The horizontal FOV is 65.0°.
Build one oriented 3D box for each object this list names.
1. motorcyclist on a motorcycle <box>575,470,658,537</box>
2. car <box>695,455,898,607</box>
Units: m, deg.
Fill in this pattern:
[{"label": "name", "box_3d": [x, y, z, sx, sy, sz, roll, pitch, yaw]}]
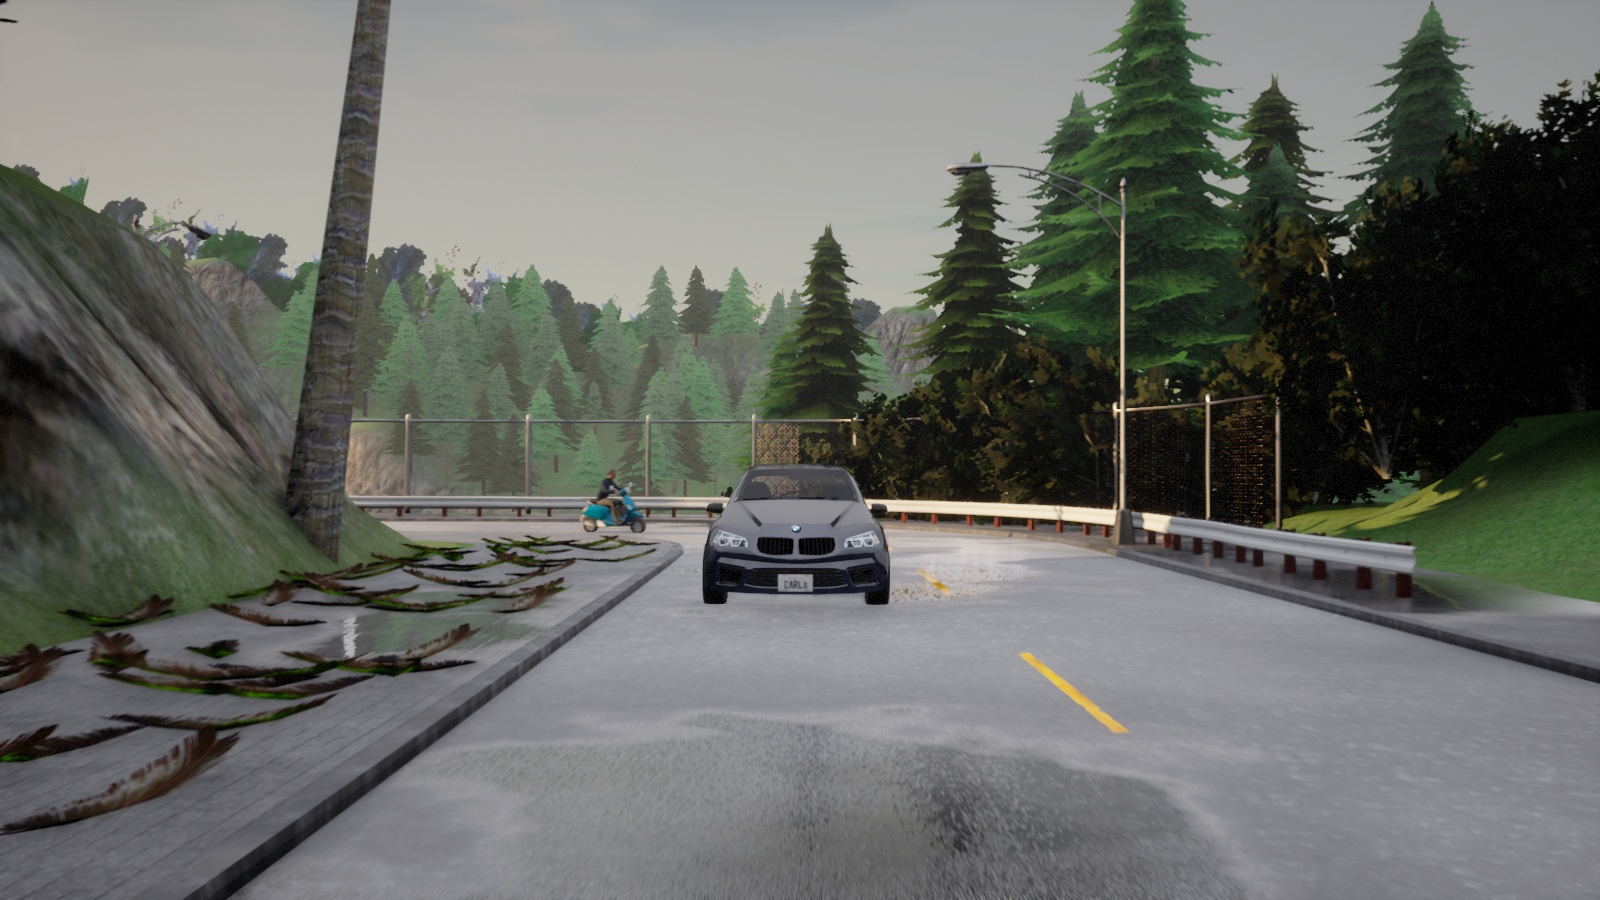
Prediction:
[{"label": "motorcyclist on a motorcycle", "box_3d": [-4.535, 1.308, 31.069, 1.817, 1.590, 0.866, -1, 1, 21]}, {"label": "car", "box_3d": [-0.029, 0.930, 16.189, 2.242, 1.667, 4.611, 0, -1, 0]}]
